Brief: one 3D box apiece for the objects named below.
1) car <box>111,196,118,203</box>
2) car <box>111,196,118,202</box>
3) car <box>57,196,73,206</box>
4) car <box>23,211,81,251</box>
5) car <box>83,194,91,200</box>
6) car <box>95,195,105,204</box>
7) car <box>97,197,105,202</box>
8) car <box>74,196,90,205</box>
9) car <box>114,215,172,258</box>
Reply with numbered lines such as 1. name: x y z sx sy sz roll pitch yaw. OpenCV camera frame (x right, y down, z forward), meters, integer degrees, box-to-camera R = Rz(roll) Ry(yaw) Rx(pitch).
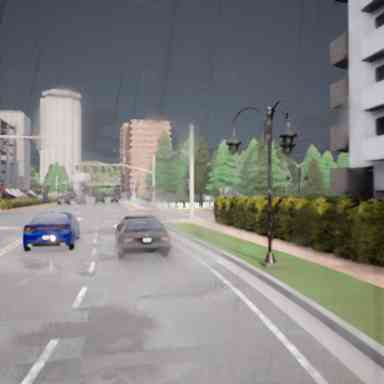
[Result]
1. car: -19.495 2.098 83.699 1.837 1.490 4.892 0 0 -14
2. car: -21.701 1.996 92.652 1.837 1.490 4.892 0 0 -14
3. car: -26.852 1.753 69.667 2.150 2.045 5.566 0 0 -14
4. car: -6.089 1.592 14.859 1.882 1.535 5.008 0 -1 -15
5. car: -27.158 1.475 85.538 2.150 2.045 5.566 0 0 -14
6. car: -22.817 1.822 82.552 2.150 2.045 5.566 0 0 -14
7. car: -25.099 2.022 91.815 1.812 1.442 4.674 0 0 -14
8. car: -23.459 2.066 70.528 2.033 1.411 5.357 0 0 -14
9. car: -2.084 1.642 13.365 2.033 1.411 5.357 0 0 -14
